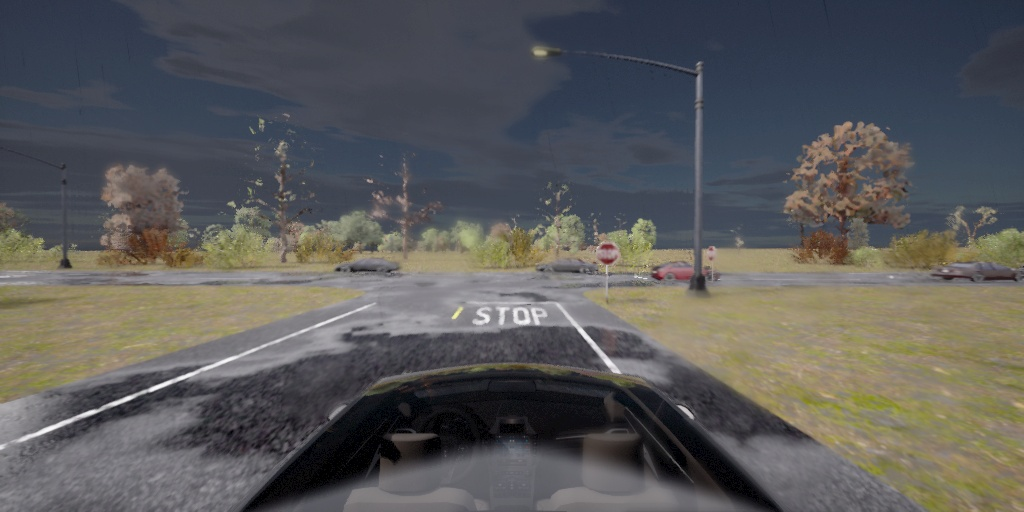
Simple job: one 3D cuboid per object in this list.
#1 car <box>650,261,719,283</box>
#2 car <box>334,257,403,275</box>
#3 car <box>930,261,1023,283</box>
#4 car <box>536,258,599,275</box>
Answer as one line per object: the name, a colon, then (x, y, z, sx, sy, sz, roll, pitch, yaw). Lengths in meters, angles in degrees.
car: (11.592, 1.047, 24.195, 4.181, 1.385, 1.994, 0, 1, -2)
car: (-12.149, 0.830, 30.587, 5.357, 1.411, 2.033, 0, 1, -2)
car: (32.386, 1.088, 24.808, 5.357, 1.411, 2.033, 0, 1, -2)
car: (4.762, 0.904, 31.010, 5.357, 1.411, 2.033, 0, 1, -2)
